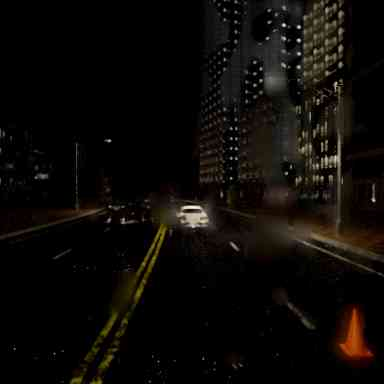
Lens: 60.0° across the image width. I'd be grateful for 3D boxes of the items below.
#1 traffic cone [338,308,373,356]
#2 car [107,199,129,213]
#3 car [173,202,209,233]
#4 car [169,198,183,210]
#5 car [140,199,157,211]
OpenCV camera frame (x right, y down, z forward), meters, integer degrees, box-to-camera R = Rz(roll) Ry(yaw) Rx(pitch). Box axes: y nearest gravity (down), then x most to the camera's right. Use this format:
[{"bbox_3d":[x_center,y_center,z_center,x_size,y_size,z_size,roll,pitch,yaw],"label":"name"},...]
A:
[{"bbox_3d":[2.320,1.957,4.735,0.340,0.580,0.340,0,0,1],"label":"traffic cone"},{"bbox_3d":[-8.092,1.505,36.810,1.812,1.442,4.674,0,0,-6],"label":"car"},{"bbox_3d":[-0.053,1.521,19.594,1.812,1.442,4.674,0,0,-3],"label":"car"},{"bbox_3d":[-2.014,1.522,43.188,2.033,1.411,5.357,0,0,-7],"label":"car"},{"bbox_3d":[-5.136,1.541,39.797,1.994,1.385,4.181,0,0,-6],"label":"car"}]
